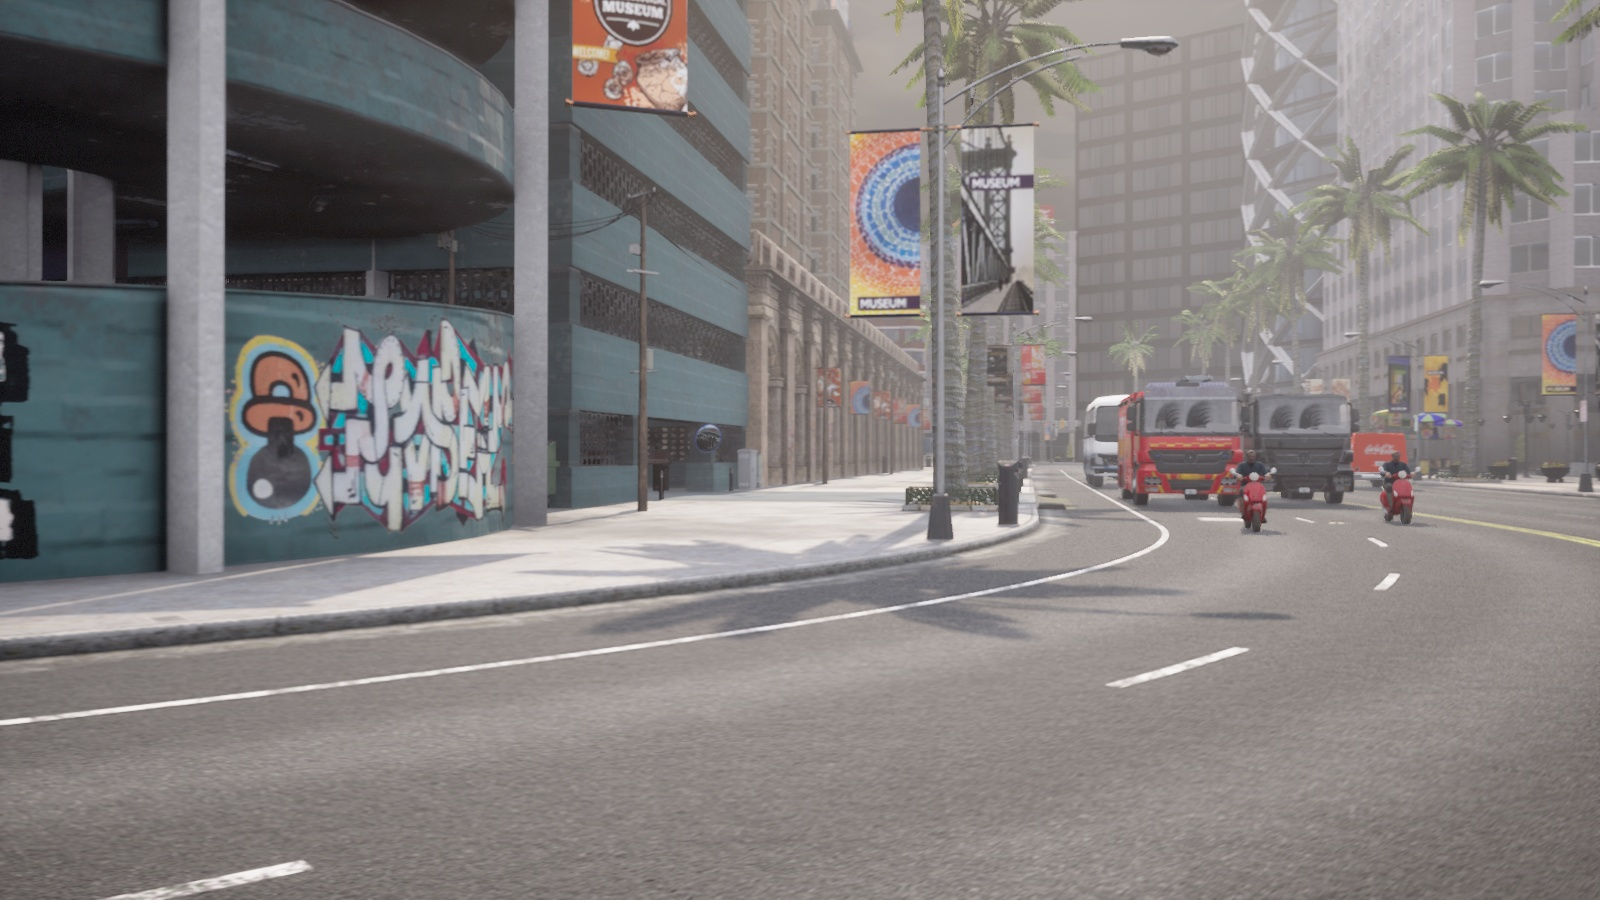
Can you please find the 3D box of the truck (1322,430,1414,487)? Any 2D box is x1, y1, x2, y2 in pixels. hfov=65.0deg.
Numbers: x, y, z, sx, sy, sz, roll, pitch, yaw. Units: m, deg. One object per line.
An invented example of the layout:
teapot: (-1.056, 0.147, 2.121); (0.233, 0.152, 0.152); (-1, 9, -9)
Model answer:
truck: (25.565, 0.376, 56.755); (2.627, 2.467, 5.204); (0, 0, 10)

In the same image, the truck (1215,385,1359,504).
truck: (15.465, -0.146, 40.484); (2.891, 3.462, 7.936); (0, 0, 10)

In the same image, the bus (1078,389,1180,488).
bus: (15.448, -0.476, 59.817); (3.944, 4.253, 10.273); (0, 0, 10)

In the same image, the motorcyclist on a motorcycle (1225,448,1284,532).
motorcyclist on a motorcycle: (8.848, 0.755, 24.524); (0.866, 1.590, 1.817); (-1, 0, 14)

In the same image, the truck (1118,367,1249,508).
truck: (11.574, -0.324, 38.668); (2.891, 3.827, 8.468); (0, 0, 10)

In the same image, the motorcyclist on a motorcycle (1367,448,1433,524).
motorcyclist on a motorcycle: (13.030, 0.753, 27.316); (0.866, 1.590, 1.817); (0, 0, 11)
